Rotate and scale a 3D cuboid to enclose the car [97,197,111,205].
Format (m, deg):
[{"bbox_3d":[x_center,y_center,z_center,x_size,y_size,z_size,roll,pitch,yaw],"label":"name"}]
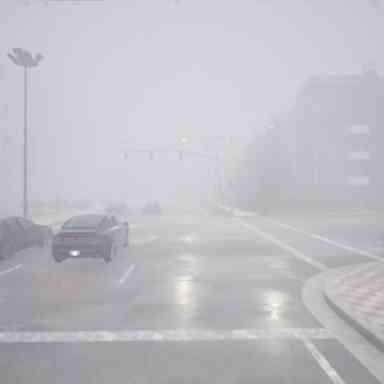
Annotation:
[{"bbox_3d":[-16.297,1.789,63.260,2.033,1.411,5.357,0,0,0],"label":"car"}]

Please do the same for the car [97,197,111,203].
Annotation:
[{"bbox_3d":[-19.792,1.852,74.653,1.895,1.301,4.718,0,0,0],"label":"car"}]

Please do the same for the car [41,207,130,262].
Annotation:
[{"bbox_3d":[-3.551,1.554,12.338,1.837,1.490,4.892,0,0,-1],"label":"car"}]

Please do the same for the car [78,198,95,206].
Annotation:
[{"bbox_3d":[-19.802,1.803,62.644,1.994,1.385,4.181,0,0,0],"label":"car"}]

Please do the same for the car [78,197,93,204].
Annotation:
[{"bbox_3d":[-23.292,1.827,73.032,1.994,1.385,4.181,0,0,0],"label":"car"}]

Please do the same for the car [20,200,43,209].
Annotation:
[{"bbox_3d":[-23.310,1.788,49.033,1.895,1.301,4.718,0,0,0],"label":"car"}]

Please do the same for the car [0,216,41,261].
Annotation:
[{"bbox_3d":[-7.039,1.595,12.364,2.033,1.411,5.357,0,0,-1],"label":"car"}]

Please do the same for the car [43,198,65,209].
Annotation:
[{"bbox_3d":[-19.816,1.667,49.578,1.882,1.535,5.008,0,0,0],"label":"car"}]

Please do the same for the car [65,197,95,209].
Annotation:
[{"bbox_3d":[-16.322,1.711,48.642,1.812,1.442,4.674,0,0,3],"label":"car"}]

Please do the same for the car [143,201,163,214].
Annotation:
[{"bbox_3d":[-4.468,1.709,37.970,1.994,1.385,4.181,0,0,-2],"label":"car"}]

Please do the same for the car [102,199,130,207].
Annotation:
[{"bbox_3d":[-7.903,1.737,35.750,1.895,1.301,4.718,0,0,-2],"label":"car"}]

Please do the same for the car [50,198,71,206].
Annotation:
[{"bbox_3d":[-23.326,1.788,59.145,1.994,1.385,4.181,0,0,1],"label":"car"}]
